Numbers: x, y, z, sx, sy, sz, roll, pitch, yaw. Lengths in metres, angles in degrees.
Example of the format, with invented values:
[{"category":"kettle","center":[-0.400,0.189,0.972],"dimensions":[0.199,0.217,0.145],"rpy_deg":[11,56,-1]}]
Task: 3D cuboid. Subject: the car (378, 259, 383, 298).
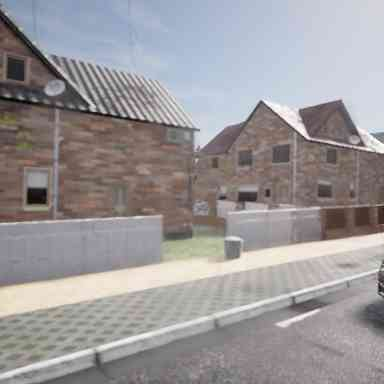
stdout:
[{"category":"car","center":[5.869,1.487,7.136],"dimensions":[4.902,1.511,2.128],"rpy_deg":[0,0,-36]}]
